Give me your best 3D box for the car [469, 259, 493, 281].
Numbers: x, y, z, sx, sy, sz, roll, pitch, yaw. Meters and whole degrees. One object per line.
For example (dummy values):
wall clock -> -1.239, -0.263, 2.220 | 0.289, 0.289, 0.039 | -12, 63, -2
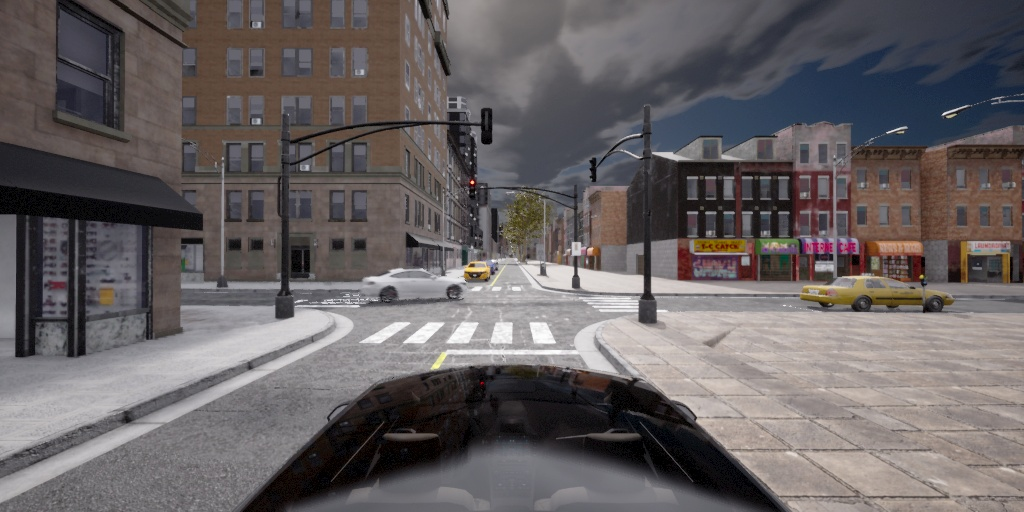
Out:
car -> -2.841, 1.214, 29.829 | 1.882, 1.535, 5.008 | 0, 0, 0

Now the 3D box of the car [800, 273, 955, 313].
car -> 13.884, 1.346, 13.735 | 4.829, 1.417, 1.751 | 0, 0, 0

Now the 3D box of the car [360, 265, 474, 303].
car -> -4.380, 1.255, 16.304 | 4.674, 1.442, 1.812 | 0, 0, -26

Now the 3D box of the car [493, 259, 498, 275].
car -> -2.850, 1.208, 39.233 | 1.882, 1.535, 5.008 | 0, 0, 0
